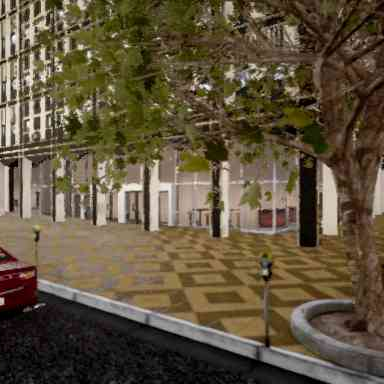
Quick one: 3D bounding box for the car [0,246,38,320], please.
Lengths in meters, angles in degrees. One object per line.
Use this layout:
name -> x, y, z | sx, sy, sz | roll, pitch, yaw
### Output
car -> -4.706, 1.495, 6.242 | 4.507, 1.381, 1.887 | 1, 0, 36
